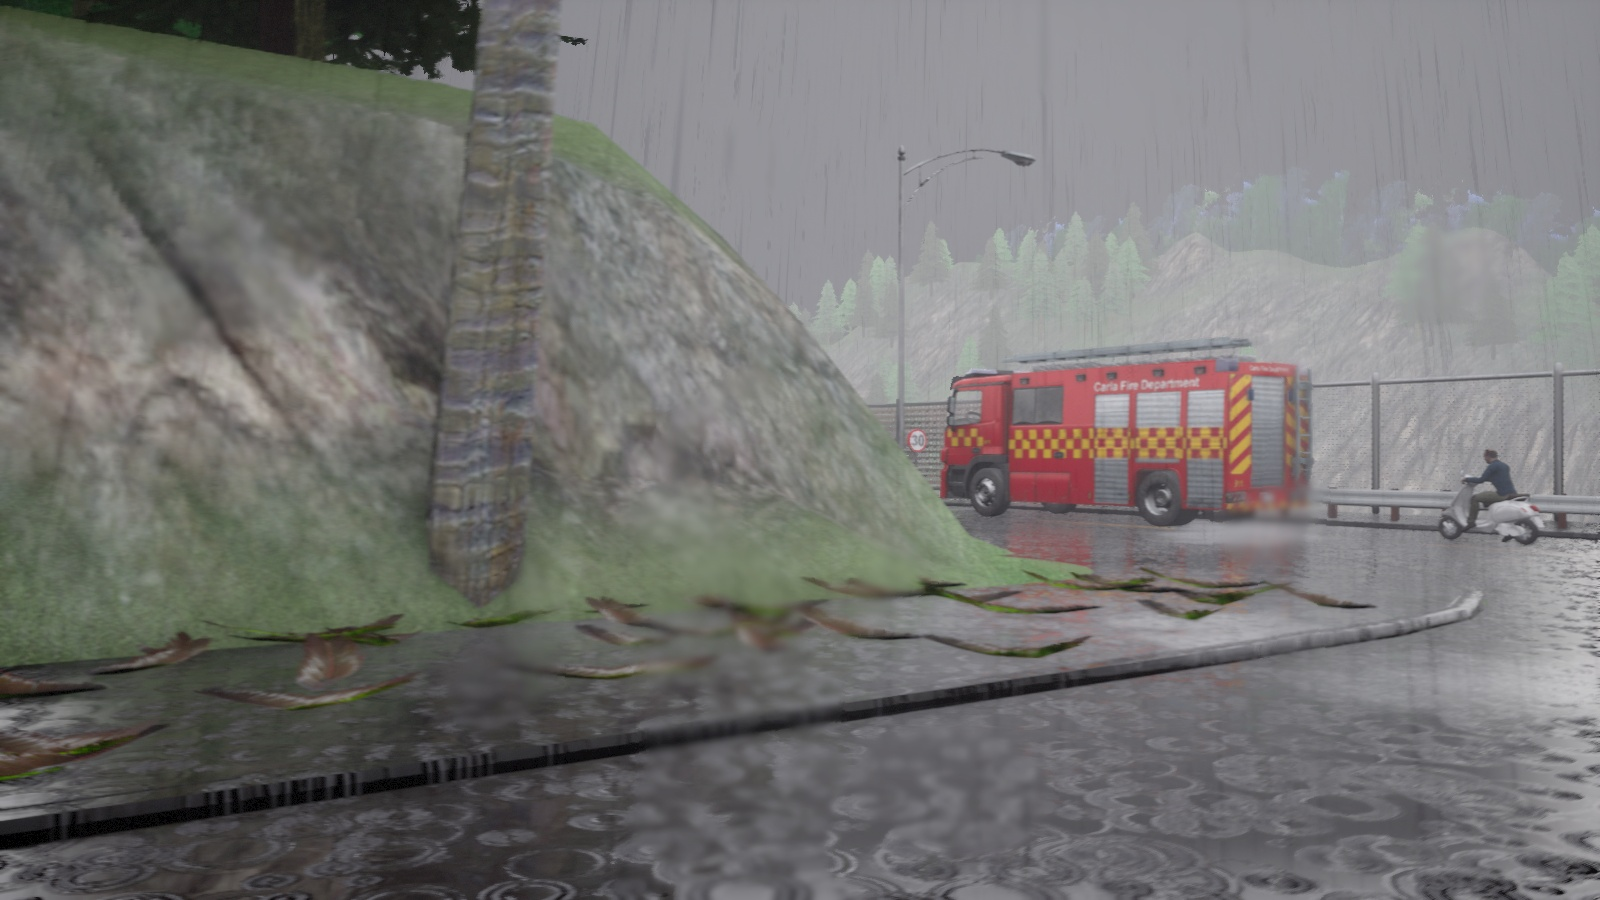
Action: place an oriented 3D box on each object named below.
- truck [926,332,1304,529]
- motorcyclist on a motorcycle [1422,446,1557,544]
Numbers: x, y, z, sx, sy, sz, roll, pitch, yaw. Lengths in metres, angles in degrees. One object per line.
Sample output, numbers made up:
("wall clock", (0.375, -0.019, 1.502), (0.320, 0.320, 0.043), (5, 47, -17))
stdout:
("truck", (6.779, -0.364, 28.583), (2.891, 3.827, 8.468), (0, 0, -36))
("motorcyclist on a motorcycle", (11.628, 0.726, 21.247), (0.866, 1.590, 1.817), (0, 0, -29))
